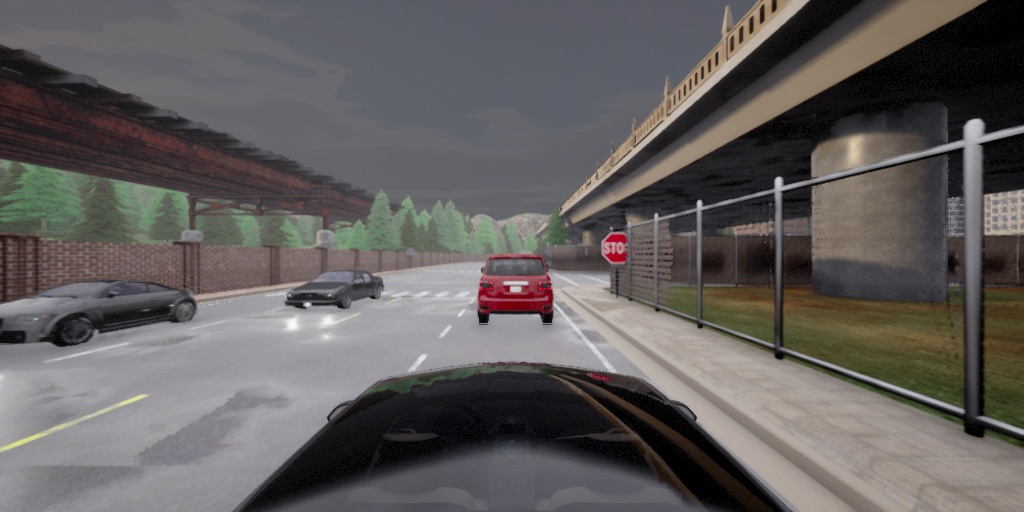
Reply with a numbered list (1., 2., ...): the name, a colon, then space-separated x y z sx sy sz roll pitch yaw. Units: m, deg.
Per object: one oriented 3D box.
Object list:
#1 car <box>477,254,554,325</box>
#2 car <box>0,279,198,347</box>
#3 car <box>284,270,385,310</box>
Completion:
1. car: 0.099 0.957 11.971 2.150 2.045 5.566 0 0 0
2. car: -10.560 1.305 9.155 1.994 1.385 4.181 0 0 0
3. car: -7.005 1.280 14.958 2.033 1.411 5.357 0 0 0
